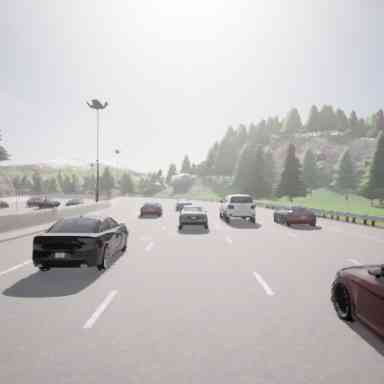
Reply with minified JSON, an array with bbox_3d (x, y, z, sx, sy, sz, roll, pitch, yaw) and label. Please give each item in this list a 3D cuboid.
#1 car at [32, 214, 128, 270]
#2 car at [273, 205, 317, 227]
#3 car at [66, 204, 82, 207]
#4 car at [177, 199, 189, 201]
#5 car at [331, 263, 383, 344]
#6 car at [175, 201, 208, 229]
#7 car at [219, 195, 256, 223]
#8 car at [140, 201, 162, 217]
[{"bbox_3d":[-3.401,1.478,11.051,1.882,1.535,5.008,0,0,0],"label":"car"},{"bbox_3d":[7.002,1.565,23.099,1.994,1.385,4.181,0,0,-1],"label":"car"},{"bbox_3d":[-16.005,1.567,46.004,1.994,1.385,4.181,0,0,-8],"label":"car"},{"bbox_3d":[-1.088,1.550,40.964,2.033,1.411,5.357,0,0,-6],"label":"car"},{"bbox_3d":[3.599,1.564,4.582,1.994,1.385,4.181,0,0,0],"label":"car"},{"bbox_3d":[0.050,1.549,21.814,2.033,1.411,5.357,0,0,-1],"label":"car"},{"bbox_3d":[3.440,1.223,25.901,2.150,2.045,5.566,0,0,-2],"label":"car"},{"bbox_3d":[-3.869,1.566,31.898,1.994,1.385,4.181,0,0,-3],"label":"car"}]
